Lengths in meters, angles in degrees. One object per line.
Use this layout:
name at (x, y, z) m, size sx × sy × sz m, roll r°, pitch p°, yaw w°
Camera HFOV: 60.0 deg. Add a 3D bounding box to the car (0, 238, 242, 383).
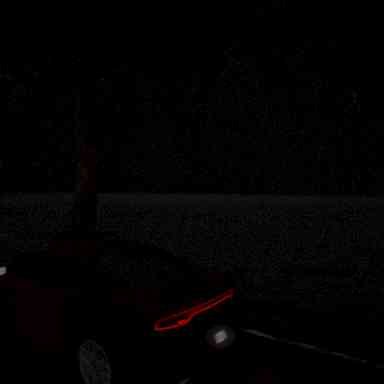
car at (-1.686, 1.472, 5.196) m, size 5.008 × 1.535 × 1.882 m, roll 0°, pitch 0°, yaw 35°
